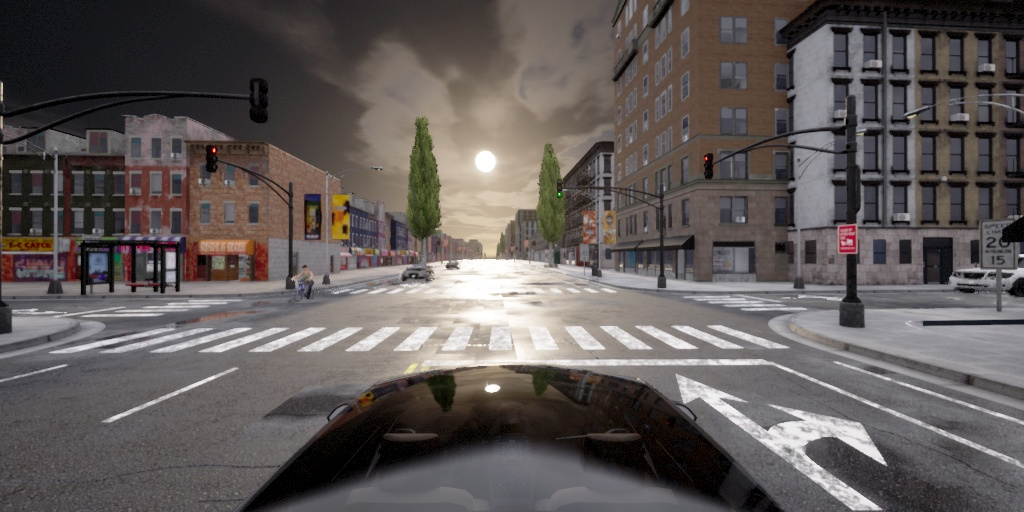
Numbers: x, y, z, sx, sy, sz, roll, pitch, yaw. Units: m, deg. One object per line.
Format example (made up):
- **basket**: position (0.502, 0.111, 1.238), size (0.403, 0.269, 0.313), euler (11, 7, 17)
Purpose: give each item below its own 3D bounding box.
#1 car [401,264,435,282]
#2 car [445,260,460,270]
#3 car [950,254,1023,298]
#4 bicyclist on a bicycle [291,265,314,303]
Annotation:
- **car**: position (-7.456, 1.332, 28.779), size (1.994, 1.385, 4.181), euler (0, 0, -3)
- **car**: position (-8.972, 1.352, 54.642), size (2.033, 1.411, 5.357), euler (0, 0, -3)
- **car**: position (25.221, 0.934, 17.713), size (5.566, 2.045, 2.150), euler (0, 0, -4)
- **bicyclist on a bicycle**: position (-9.011, 1.192, 15.556), size (0.866, 1.612, 1.509), euler (0, 0, -2)
